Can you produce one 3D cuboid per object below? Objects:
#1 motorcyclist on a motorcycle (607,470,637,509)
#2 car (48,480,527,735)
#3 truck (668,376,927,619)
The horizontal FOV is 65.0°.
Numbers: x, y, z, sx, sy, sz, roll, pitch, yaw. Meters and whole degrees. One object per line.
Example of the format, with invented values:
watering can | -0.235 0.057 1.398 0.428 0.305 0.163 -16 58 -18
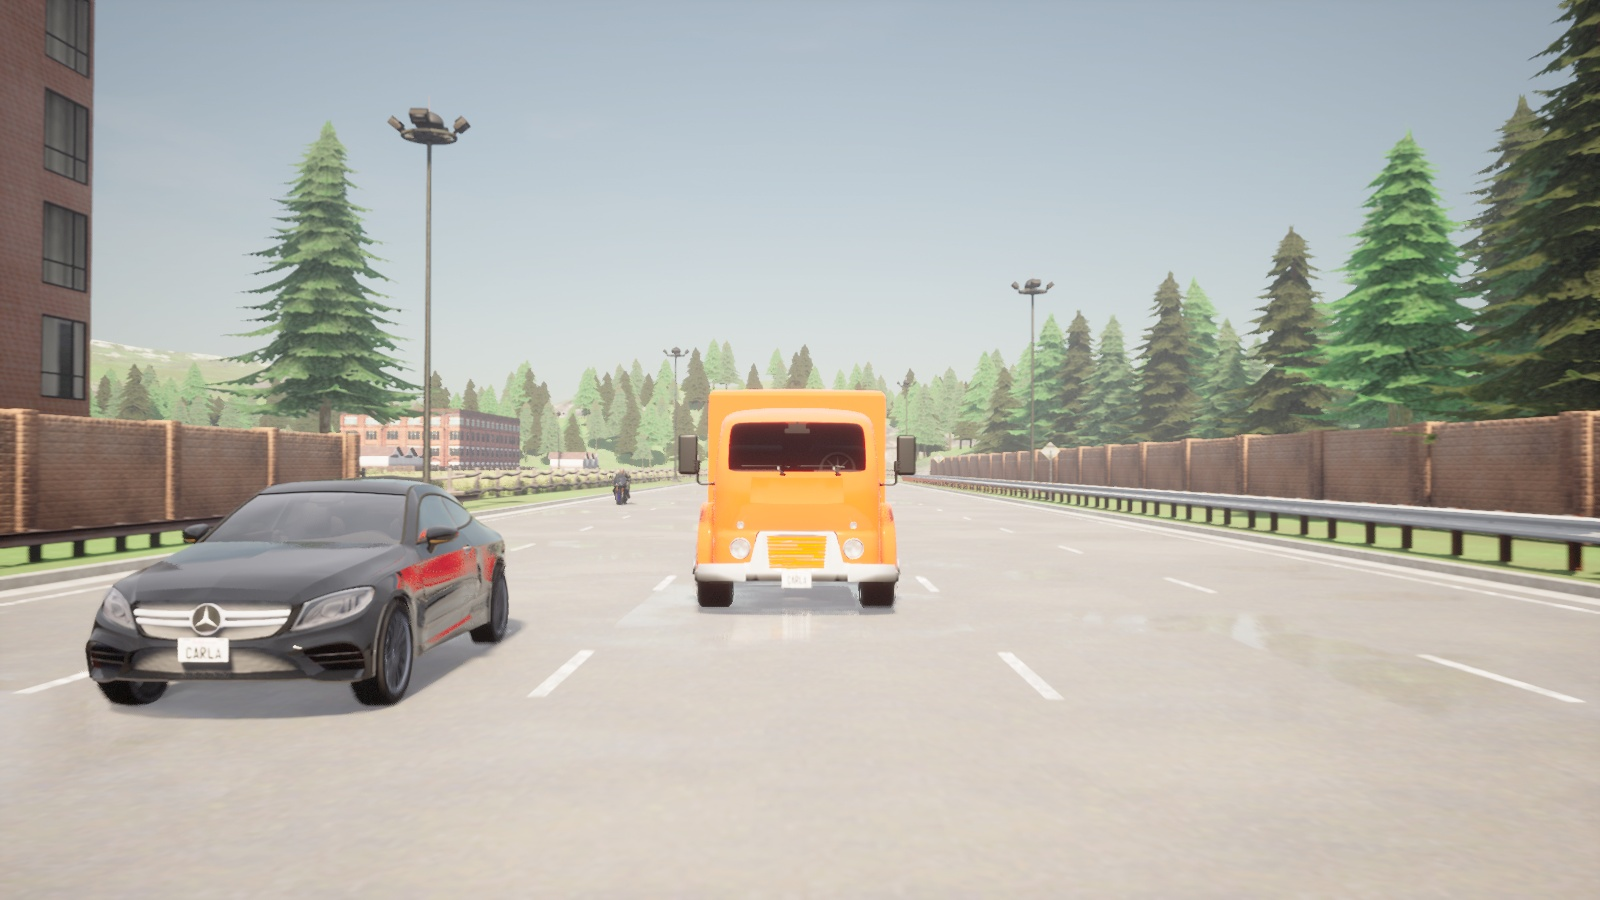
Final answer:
motorcyclist on a motorcycle | -7.119 1.557 50.311 0.866 1.530 2.191 0 -1 0
car | -3.517 0.981 9.713 1.812 1.442 4.674 0 -1 0
truck | -0.040 0.539 15.401 2.627 2.467 5.204 0 -1 0
